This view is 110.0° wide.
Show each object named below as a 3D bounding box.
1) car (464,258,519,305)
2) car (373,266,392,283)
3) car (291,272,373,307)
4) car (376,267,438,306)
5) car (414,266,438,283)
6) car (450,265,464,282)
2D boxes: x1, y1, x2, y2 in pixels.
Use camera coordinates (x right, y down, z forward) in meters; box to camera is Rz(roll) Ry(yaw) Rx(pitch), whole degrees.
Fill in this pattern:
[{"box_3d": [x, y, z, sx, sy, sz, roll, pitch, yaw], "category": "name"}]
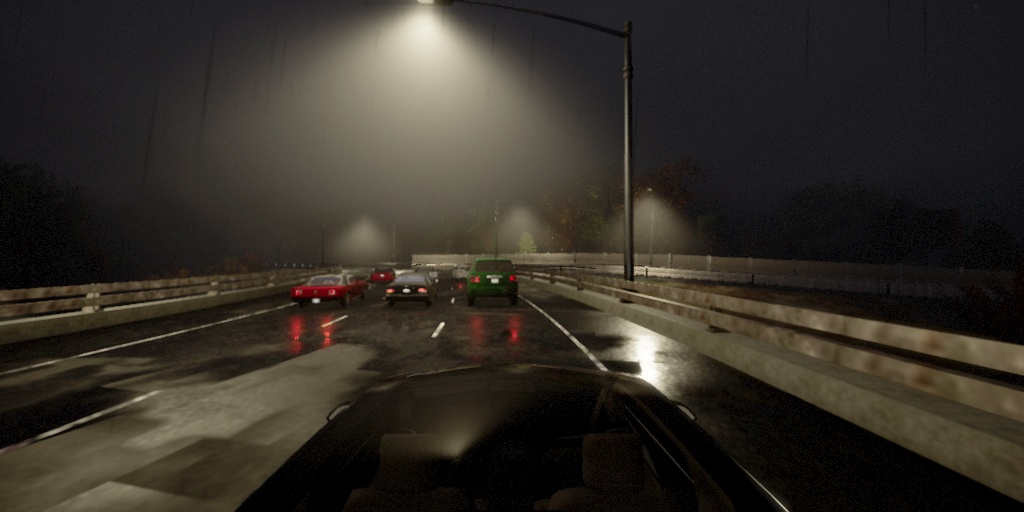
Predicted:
[{"box_3d": [-1.054, 1.112, 17.156, 2.150, 2.045, 5.566, 0, 0, -8], "category": "car"}, {"box_3d": [-11.230, 1.598, 31.413, 1.994, 1.385, 4.181, 0, -1, -16], "category": "car"}, {"box_3d": [-8.004, 1.491, 16.300, 1.895, 1.301, 4.718, 0, -1, -8], "category": "car"}, {"box_3d": [-4.519, 1.440, 16.656, 2.033, 1.411, 5.357, 0, -1, -8], "category": "car"}, {"box_3d": [-7.796, 1.640, 32.164, 1.895, 1.301, 4.718, 0, -1, -16], "category": "car"}, {"box_3d": [-4.515, 1.575, 33.394, 1.812, 1.442, 4.674, 0, 0, -16], "category": "car"}]
